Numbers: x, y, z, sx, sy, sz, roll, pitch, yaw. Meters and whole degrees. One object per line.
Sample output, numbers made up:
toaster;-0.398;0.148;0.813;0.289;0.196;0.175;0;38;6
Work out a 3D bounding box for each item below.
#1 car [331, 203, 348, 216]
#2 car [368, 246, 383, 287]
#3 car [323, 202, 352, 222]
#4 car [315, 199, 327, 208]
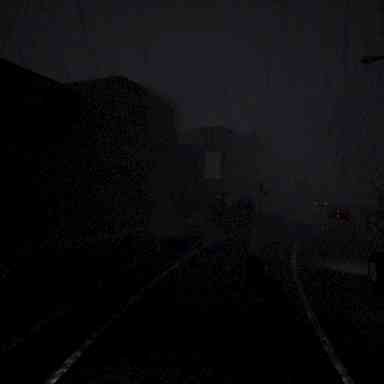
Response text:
car;18.525;2.119;41.584;1.812;1.442;4.674;2;0;25
car;5.218;1.656;6.862;1.837;1.490;4.892;2;0;12
car;13.932;1.938;31.484;2.128;1.511;4.902;2;0;25
car;24.483;2.137;63.009;2.097;1.767;4.553;2;0;25
